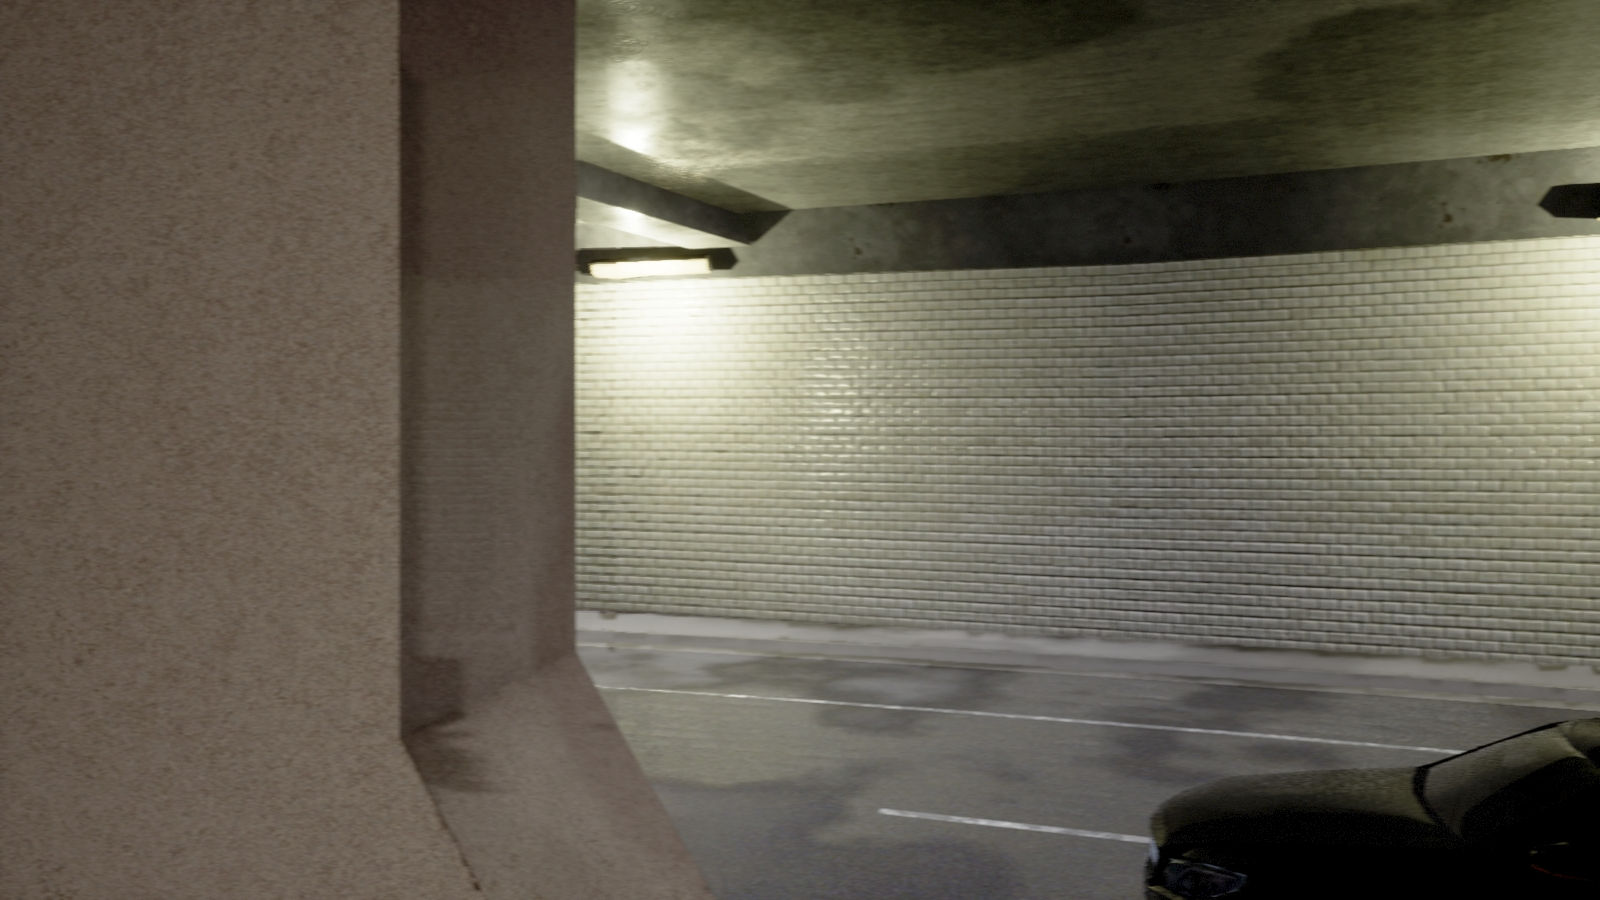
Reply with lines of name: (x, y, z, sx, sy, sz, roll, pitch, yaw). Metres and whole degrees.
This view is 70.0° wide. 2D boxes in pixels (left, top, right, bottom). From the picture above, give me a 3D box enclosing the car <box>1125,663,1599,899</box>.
car: (4.086, 2.078, 5.475, 4.674, 1.442, 2.002, 0, 0, 22)
